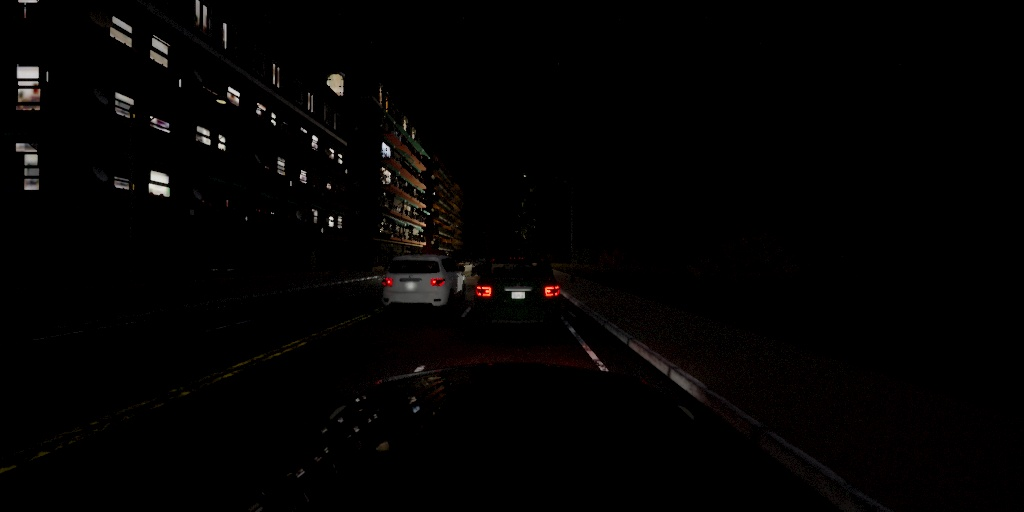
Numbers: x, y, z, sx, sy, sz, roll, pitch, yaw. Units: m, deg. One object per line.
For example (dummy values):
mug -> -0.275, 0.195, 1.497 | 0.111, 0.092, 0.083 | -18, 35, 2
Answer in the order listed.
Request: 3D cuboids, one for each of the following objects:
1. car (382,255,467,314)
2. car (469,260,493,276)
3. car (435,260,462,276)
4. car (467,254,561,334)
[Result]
car -> -3.153, 0.975, 13.843 | 2.150, 2.045, 5.566 | 0, 0, 0
car -> -3.149, 1.246, 37.616 | 2.128, 1.511, 4.902 | 0, 0, 0
car -> -6.600, 1.231, 37.693 | 1.882, 1.535, 5.008 | 0, 0, 0
car -> 0.102, 0.973, 10.721 | 2.150, 2.045, 5.566 | 0, 0, -1
